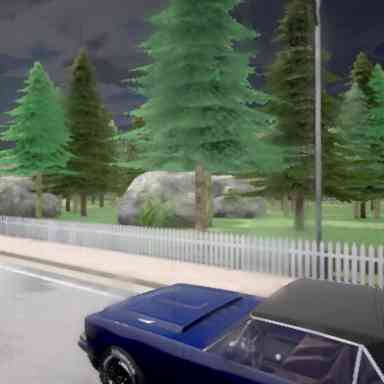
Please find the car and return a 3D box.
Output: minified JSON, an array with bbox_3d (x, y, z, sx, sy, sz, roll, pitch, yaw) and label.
[{"bbox_3d":[1.009,1.604,3.266,4.718,1.301,1.895,0,0,36],"label":"car"}]
